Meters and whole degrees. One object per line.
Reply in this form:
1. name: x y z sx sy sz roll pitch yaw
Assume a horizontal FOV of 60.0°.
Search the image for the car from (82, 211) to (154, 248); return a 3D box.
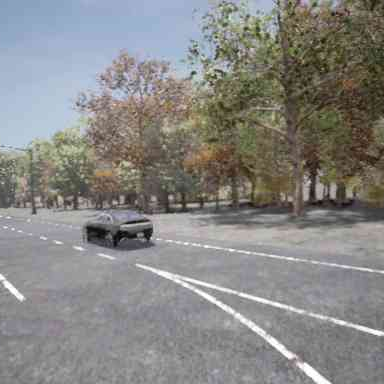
1. car: -3.640 1.649 15.740 2.128 1.511 4.902 -3 0 -38
